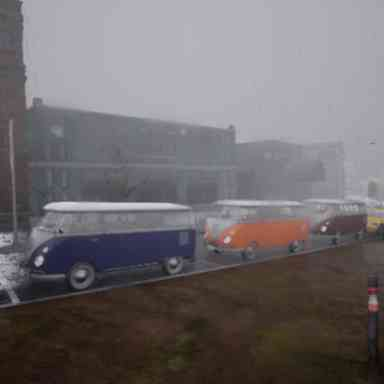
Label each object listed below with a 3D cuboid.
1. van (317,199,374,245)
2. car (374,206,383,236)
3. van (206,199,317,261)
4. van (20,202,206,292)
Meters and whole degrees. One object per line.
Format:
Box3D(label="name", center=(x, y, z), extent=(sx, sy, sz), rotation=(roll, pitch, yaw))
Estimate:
Box3D(label="van", center=(6.683, 1.326, 15.820), extent=(4.442, 1.987, 1.878), rotation=(2, 1, -43))
Box3D(label="car", center=(10.777, 1.594, 19.517), extent=(5.366, 1.575, 1.946), rotation=(1, 1, -42))
Box3D(label="van", center=(2.380, 1.289, 12.244), extent=(4.442, 1.987, 1.878), rotation=(1, 1, -38))
Box3D(label="van", center=(-2.041, 1.261, 8.821), extent=(4.442, 1.987, 1.878), rotation=(1, 1, -38))
